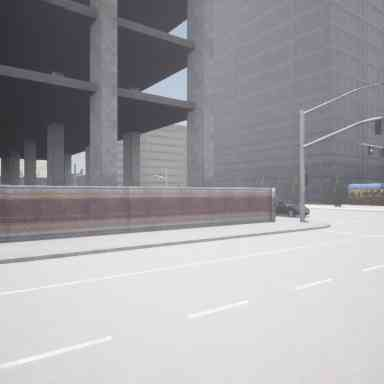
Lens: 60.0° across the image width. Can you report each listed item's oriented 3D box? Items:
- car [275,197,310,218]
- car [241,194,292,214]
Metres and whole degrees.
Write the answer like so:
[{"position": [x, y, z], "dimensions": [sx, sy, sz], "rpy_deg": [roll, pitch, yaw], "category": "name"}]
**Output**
[{"position": [8.587, 1.505, 30.886], "dimensions": [1.837, 1.490, 4.892], "rpy_deg": [0, 0, -35], "category": "car"}, {"position": [8.263, 1.221, 37.344], "dimensions": [2.150, 2.045, 5.566], "rpy_deg": [0, 0, -36], "category": "car"}]
